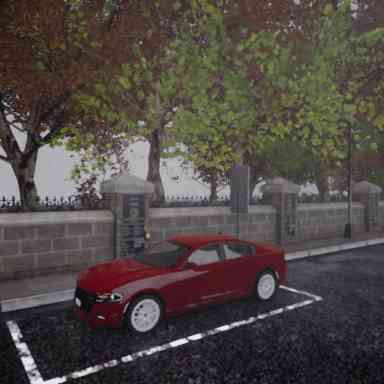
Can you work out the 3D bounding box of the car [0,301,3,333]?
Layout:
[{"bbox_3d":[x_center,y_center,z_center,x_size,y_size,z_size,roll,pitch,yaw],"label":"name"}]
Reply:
[{"bbox_3d":[-4.500,1.552,3.446,4.403,1.369,2.008,0,0,-35],"label":"car"}]

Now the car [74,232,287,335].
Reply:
[{"bbox_3d":[-0.018,1.543,6.702,4.507,1.381,1.887,0,0,-35],"label":"car"}]
